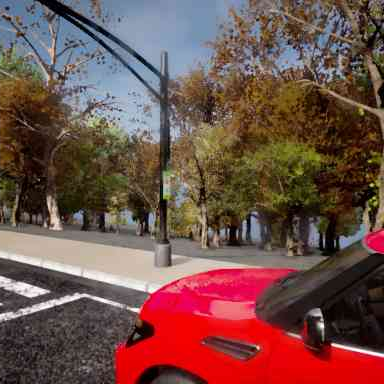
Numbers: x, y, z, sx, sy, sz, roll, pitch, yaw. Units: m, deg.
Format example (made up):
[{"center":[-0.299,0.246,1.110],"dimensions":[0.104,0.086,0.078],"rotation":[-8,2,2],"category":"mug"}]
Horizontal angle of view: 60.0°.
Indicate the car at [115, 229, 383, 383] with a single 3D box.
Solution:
[{"center":[1.976,1.221,2.304],"dimensions":[5.566,2.045,2.150],"rotation":[0,0,34],"category":"car"}]
